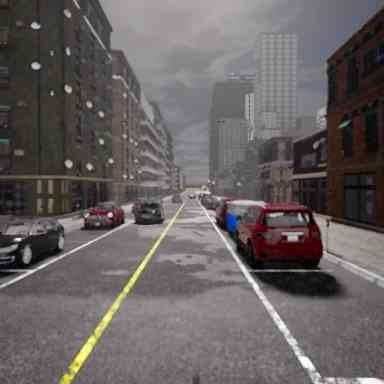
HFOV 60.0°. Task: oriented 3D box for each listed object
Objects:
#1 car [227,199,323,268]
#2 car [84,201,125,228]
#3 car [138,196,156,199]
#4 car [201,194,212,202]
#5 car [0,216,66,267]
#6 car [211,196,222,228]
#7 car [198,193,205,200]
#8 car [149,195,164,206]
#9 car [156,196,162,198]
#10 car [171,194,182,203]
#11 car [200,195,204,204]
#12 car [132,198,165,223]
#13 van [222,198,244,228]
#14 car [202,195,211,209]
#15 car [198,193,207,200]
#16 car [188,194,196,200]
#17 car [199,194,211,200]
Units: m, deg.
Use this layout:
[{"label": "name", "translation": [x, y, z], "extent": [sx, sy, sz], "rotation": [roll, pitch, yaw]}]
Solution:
[{"label": "car", "translation": [2.672, 1.304, 11.193], "extent": [2.192, 1.841, 5.009], "rotation": [-1, 0, 0]}, {"label": "car", "translation": [-5.704, 1.417, 22.015], "extent": [1.967, 1.590, 4.097], "rotation": [-1, 0, 0]}, {"label": "car", "translation": [-5.702, 1.398, 38.237], "extent": [1.967, 1.590, 4.097], "rotation": [-1, 0, 0]}, {"label": "car", "translation": [3.007, 1.266, 70.903], "extent": [2.097, 1.767, 4.553], "rotation": [0, 0, 0]}, {"label": "car", "translation": [-5.703, 1.539, 11.201], "extent": [2.008, 1.369, 4.403], "rotation": [-1, 0, 0]}, {"label": "car", "translation": [2.674, 1.292, 22.007], "extent": [2.192, 1.841, 5.009], "rotation": [-1, 0, 0]}, {"label": "car", "translation": [2.645, 1.246, 59.869], "extent": [2.192, 1.841, 5.009], "rotation": [-1, 0, 0]}, {"label": "car", "translation": [-5.699, 1.378, 54.241], "extent": [1.967, 1.590, 4.097], "rotation": [-1, 0, 0]}, {"label": "car", "translation": [-5.699, 1.471, 48.491], "extent": [1.752, 1.417, 4.829], "rotation": [-1, 0, 0]}, {"label": "car", "translation": [-3.006, 1.269, 66.403], "extent": [2.097, 1.767, 4.553], "rotation": [0, 0, 0]}, {"label": "car", "translation": [2.649, 1.512, 48.710], "extent": [1.947, 1.339, 4.313], "rotation": [-1, 0, 0]}, {"label": "car", "translation": [-3.097, 1.478, 25.083], "extent": [1.837, 1.490, 4.892], "rotation": [0, 0, 0]}, {"label": "van", "translation": [2.674, 1.324, 16.600], "extent": [1.690, 1.788, 3.998], "rotation": [-1, 0, 0]}, {"label": "car", "translation": [2.681, 1.513, 43.138], "extent": [2.008, 1.369, 4.403], "rotation": [-1, 0, 0]}, {"label": "car", "translation": [2.648, 1.203, 87.768], "extent": [2.192, 1.841, 5.009], "rotation": [-1, 0, 0]}, {"label": "car", "translation": [0.009, 1.345, 84.717], "extent": [2.033, 1.411, 5.357], "rotation": [0, 0, 0]}, {"label": "car", "translation": [2.649, 1.505, 54.290], "extent": [1.947, 1.339, 4.313], "rotation": [-1, 0, 0]}]
